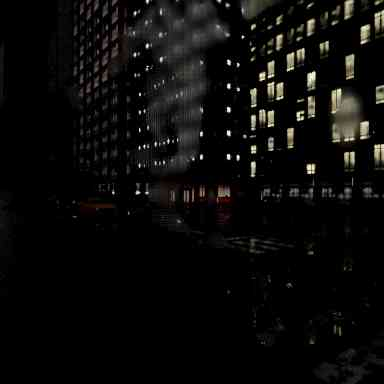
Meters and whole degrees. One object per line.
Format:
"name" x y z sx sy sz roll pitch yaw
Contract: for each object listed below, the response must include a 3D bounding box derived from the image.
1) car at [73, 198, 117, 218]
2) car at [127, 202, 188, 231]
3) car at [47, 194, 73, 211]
"car" -7.918 1.252 27.585 1.882 1.535 5.008 0 0 -36
"car" -2.148 1.344 19.821 2.128 1.511 4.902 0 0 -37
"car" -14.151 1.038 35.991 2.097 1.767 4.553 0 0 -36
